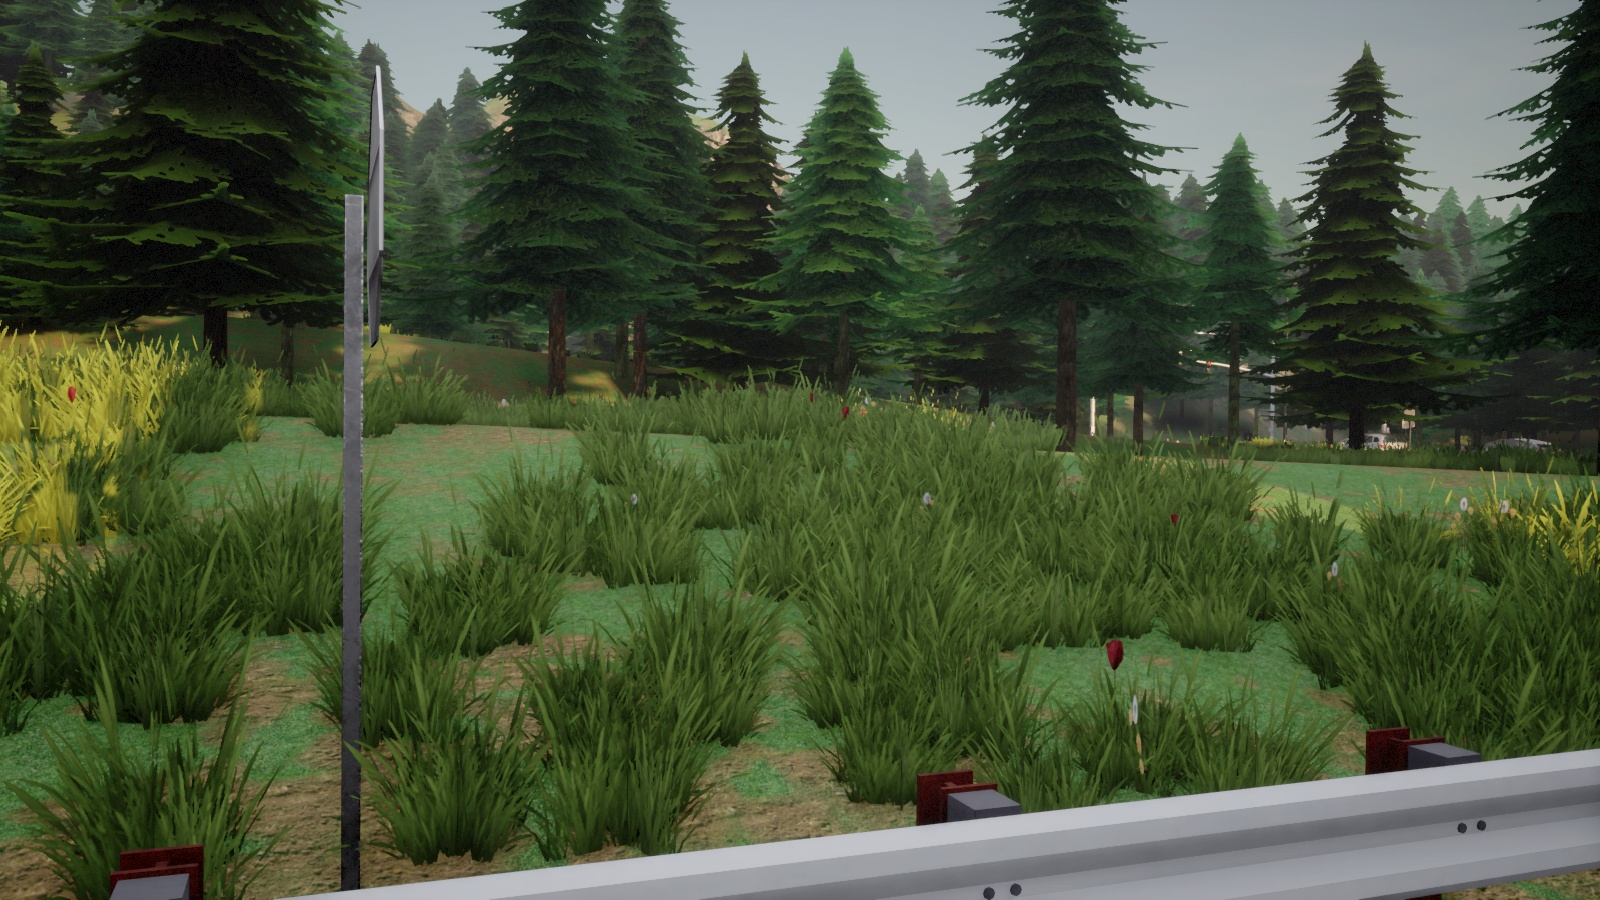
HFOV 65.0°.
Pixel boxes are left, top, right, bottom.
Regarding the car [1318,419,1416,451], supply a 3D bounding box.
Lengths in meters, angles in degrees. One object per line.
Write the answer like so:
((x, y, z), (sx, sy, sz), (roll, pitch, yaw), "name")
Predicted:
((30.583, -0.820, 67.926), (2.242, 1.667, 4.611), (-1, 1, -20), "car")

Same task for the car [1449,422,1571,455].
((33.581, -0.560, 59.543), (2.163, 1.488, 4.792), (-1, 1, -20), "car")
